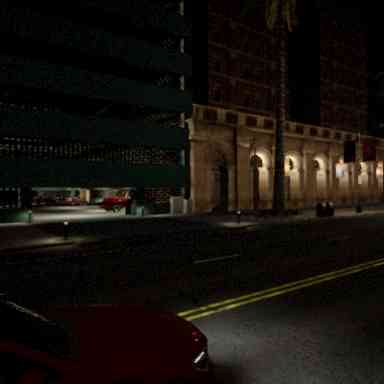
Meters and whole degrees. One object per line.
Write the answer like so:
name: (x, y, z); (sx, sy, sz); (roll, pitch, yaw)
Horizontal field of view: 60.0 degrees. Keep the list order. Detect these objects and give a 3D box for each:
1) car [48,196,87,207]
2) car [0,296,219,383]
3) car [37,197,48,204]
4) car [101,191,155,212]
car: (-18.038, 1.440, 48.679); (4.718, 1.301, 1.895); (-1, 0, -36)
car: (-1.954, 1.534, 2.495); (4.674, 1.442, 1.812); (-1, 0, -34)
car: (-24.525, 1.409, 58.306); (4.786, 1.482, 2.161); (-1, 0, -36)
car: (-6.488, 0.963, 34.207); (5.566, 2.045, 2.435); (-1, 0, -36)
